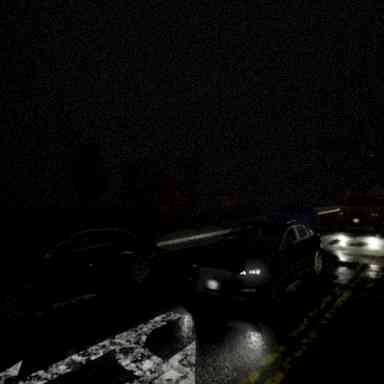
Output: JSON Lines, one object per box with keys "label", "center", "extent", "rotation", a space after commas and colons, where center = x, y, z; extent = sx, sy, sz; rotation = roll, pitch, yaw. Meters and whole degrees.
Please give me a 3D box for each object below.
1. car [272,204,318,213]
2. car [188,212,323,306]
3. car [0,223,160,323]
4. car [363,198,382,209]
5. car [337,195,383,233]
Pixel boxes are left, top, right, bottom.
{"label": "car", "center": [5.907, 1.478, 19.478], "extent": [1.882, 1.535, 5.008], "rotation": [0, 0, 36]}
{"label": "car", "center": [1.825, 1.492, 8.293], "extent": [2.128, 1.511, 4.902], "rotation": [0, 0, 36]}
{"label": "car", "center": [-2.795, 1.492, 7.444], "extent": [2.128, 1.511, 4.902], "rotation": [0, 0, 36]}
{"label": "car", "center": [24.817, 1.523, 45.644], "extent": [1.812, 1.442, 4.674], "rotation": [0, 0, 36]}
{"label": "car", "center": [10.550, 1.226, 20.356], "extent": [2.150, 2.045, 5.566], "rotation": [0, 0, 36]}
